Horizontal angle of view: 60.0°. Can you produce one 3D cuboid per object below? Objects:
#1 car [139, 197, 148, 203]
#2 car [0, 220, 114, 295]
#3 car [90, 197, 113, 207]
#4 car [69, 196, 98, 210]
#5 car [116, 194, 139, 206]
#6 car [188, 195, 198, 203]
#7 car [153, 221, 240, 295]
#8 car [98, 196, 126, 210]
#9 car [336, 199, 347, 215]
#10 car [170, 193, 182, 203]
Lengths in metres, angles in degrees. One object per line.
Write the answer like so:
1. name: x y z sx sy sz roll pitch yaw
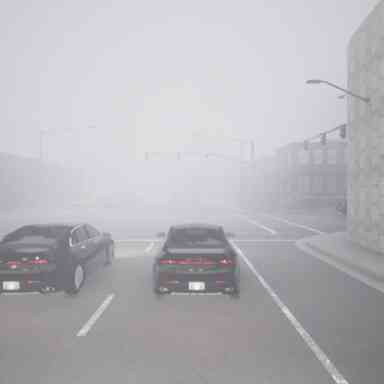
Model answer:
1. car: -10.306 1.608 67.863 1.895 1.301 4.718 0 0 1
2. car: -3.394 1.507 8.709 1.837 1.490 4.892 0 0 0
3. car: -13.937 1.497 51.580 2.128 1.511 4.902 0 0 0
4. car: -13.984 1.356 42.435 2.097 1.767 4.553 0 0 1
5. car: -10.431 1.553 54.082 2.033 1.411 5.357 0 0 0
6. car: 0.205 1.359 68.177 2.097 1.767 4.553 0 0 0
7. car: 0.106 1.507 8.668 1.837 1.490 4.892 0 0 0
8. car: -10.504 1.552 43.600 2.033 1.411 5.357 0 0 -2
9. car: 14.904 0.767 27.508 5.566 2.045 2.150 -5 0 0
10. car: -3.294 1.229 68.244 2.150 2.045 5.566 0 0 0
